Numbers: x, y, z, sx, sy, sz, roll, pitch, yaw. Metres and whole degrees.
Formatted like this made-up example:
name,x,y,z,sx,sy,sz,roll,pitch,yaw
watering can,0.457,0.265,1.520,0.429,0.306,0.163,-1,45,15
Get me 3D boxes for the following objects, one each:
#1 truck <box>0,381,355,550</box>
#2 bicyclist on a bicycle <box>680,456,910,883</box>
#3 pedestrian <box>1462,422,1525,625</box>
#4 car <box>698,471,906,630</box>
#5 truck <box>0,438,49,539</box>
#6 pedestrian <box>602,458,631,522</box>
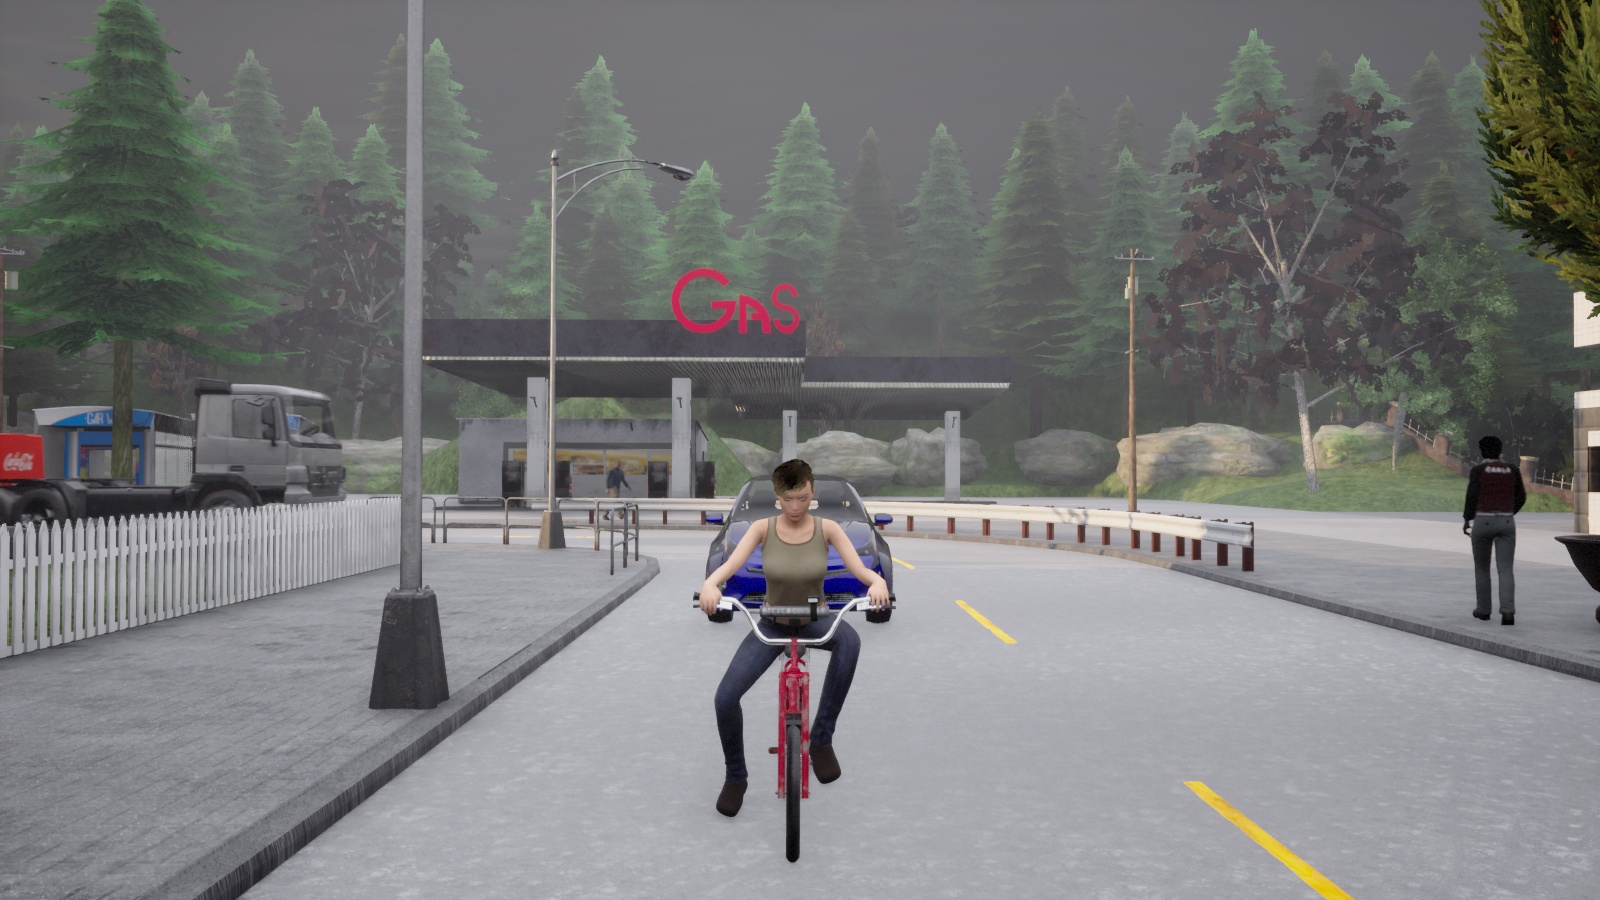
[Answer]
name,x,y,z,sx,sy,sz,roll,pitch,yaw
truck,-14.208,0.349,27.432,7.936,3.462,2.891,0,-1,0
bicyclist on a bicycle,-0.018,0.844,5.523,0.866,1.612,1.509,0,-1,0
pedestrian,6.804,0.704,12.333,0.402,1.930,0.666,-1,-1,18
car,-0.022,1.002,14.357,2.007,1.525,4.514,0,-1,-1
truck,-22.178,0.947,31.385,5.204,2.467,2.627,0,-1,0
pedestrian,-5.298,1.152,36.202,0.726,1.842,0.402,-1,-1,31
